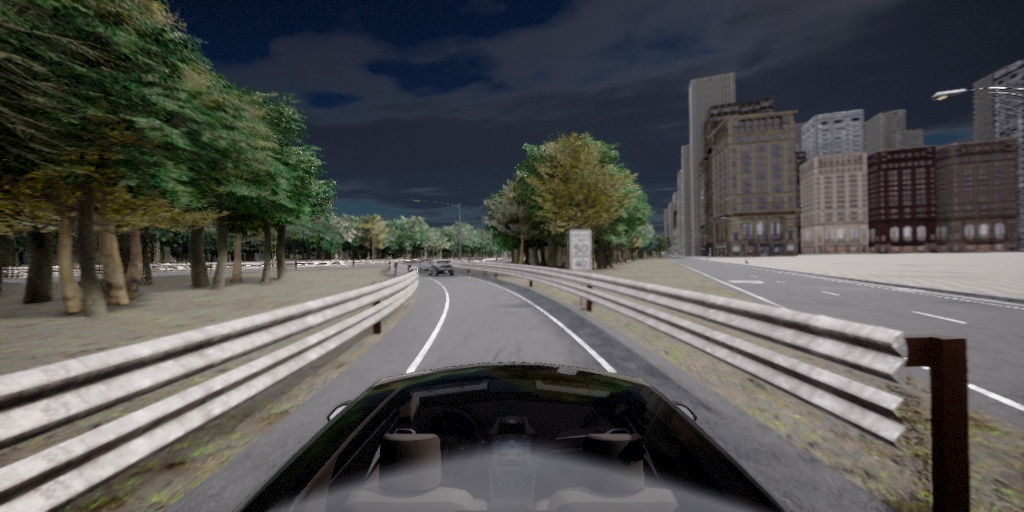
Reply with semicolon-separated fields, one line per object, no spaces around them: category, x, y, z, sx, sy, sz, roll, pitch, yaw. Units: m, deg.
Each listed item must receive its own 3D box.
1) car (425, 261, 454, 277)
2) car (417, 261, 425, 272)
car;-7.313;1.307;36.970;1.837;1.490;4.892;-1;0;-24
car;-11.467;1.334;47.465;1.994;1.385;4.181;-1;1;-16
